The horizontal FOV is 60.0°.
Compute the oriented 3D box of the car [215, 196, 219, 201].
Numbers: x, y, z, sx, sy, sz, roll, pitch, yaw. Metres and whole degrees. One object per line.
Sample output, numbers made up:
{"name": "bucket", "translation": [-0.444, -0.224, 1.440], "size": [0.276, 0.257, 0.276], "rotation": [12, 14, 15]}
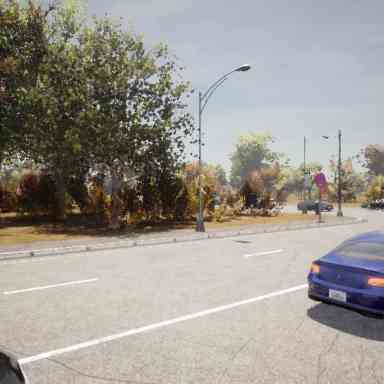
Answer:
{"name": "car", "translation": [3.934, 1.459, 56.262], "size": [1.812, 1.442, 4.674], "rotation": [0, 1, -32]}

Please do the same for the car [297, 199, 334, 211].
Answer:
{"name": "car", "translation": [14.574, 1.564, 39.447], "size": [1.994, 1.385, 4.181], "rotation": [0, 0, -32]}

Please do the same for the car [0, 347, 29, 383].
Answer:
{"name": "car", "translation": [-3.339, 1.492, 1.362], "size": [4.902, 1.511, 2.128], "rotation": [0, 0, -36]}

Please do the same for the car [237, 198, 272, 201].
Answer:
{"name": "car", "translation": [9.453, 1.216, 47.535], "size": [2.150, 2.045, 5.566], "rotation": [0, 0, -33]}

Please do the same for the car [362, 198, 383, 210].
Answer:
{"name": "car", "translation": [22.870, 1.491, 39.653], "size": [2.128, 1.511, 4.902], "rotation": [-1, 0, -37]}

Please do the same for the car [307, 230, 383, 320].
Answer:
{"name": "car", "translation": [4.257, 1.526, 6.794], "size": [4.674, 1.442, 1.812], "rotation": [0, 0, -36]}

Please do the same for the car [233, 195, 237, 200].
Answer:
{"name": "car", "translation": [8.111, 1.373, 63.113], "size": [1.882, 1.535, 5.008], "rotation": [0, 1, -32]}
